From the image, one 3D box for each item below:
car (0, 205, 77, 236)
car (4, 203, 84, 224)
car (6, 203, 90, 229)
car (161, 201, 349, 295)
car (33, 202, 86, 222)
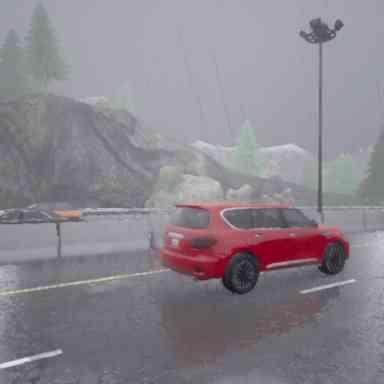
[{"bbox_3d":[-8.162,1.516,15.225,4.892,1.490,1.837,1,0,-34],"label":"car"},{"bbox_3d":[-11.383,1.581,25.726,5.357,1.411,2.033,0,0,-33],"label":"car"},{"bbox_3d":[-9.729,1.523,22.568,4.902,1.511,2.128,1,0,-33],"label":"car"},{"bbox_3d":[1.868,1.268,9.055,5.566,2.045,2.150,1,0,-33],"label":"car"},{"bbox_3d":[-8.619,1.376,19.105,4.553,1.767,2.097,1,0,-33],"label":"car"}]
